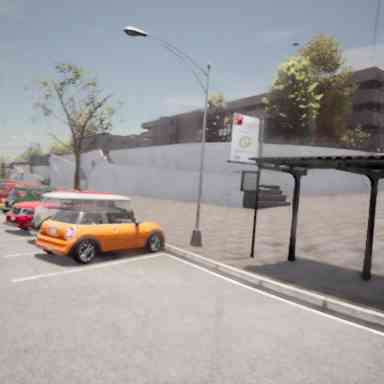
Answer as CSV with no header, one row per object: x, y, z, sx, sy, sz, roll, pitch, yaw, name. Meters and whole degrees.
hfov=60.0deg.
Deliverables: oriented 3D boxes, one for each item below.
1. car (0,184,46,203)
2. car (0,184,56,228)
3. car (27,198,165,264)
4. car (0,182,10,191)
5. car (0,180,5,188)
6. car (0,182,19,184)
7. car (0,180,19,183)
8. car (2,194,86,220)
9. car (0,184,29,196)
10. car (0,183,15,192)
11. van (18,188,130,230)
-17.956,0.162,34.456,2.185,1.767,4.553,4,0,36,car
-6.278,0.927,16.961,2.435,2.045,5.566,5,1,36,car
-2.998,1.307,11.932,2.185,1.767,4.553,4,0,37,car
-38.077,-1.178,64.294,2.185,1.767,4.553,4,0,36,car
-48.163,-2.057,79.169,2.435,2.045,5.566,5,1,36,car
-7.915,0.800,19.516,2.435,2.045,5.566,4,0,36,car
-12.929,0.415,26.997,2.435,2.045,5.566,4,0,36,car
-9.623,0.961,21.990,2.002,1.452,4.674,4,0,36,car
-26.261,-0.299,47.016,1.946,1.575,5.366,3,0,36,car
-34.757,-0.838,59.293,2.097,1.535,5.008,3,0,36,car
-4.678,1.077,14.382,1.878,1.987,4.442,5,1,36,van
